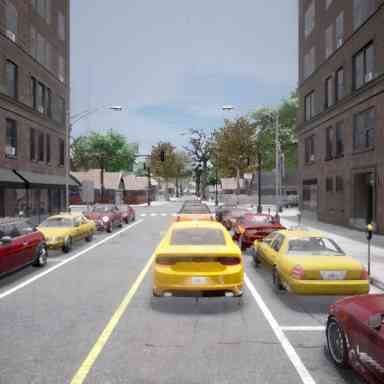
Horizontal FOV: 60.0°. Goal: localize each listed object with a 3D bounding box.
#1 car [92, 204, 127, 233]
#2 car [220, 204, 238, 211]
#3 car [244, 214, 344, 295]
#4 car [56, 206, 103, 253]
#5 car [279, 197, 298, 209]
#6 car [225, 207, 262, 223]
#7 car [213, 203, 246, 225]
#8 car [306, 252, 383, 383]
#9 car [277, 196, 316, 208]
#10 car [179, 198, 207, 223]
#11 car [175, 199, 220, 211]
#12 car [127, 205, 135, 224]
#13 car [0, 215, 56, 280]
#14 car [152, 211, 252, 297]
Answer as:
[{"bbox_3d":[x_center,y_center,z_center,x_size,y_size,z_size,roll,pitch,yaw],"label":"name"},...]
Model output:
[{"bbox_3d":[-5.327,1.448,19.456,1.967,1.590,4.097,0,0,0],"label":"car"},{"bbox_3d":[2.698,1.590,19.432,1.802,1.307,4.206,0,0,0],"label":"car"},{"bbox_3d":[2.663,1.528,8.566,1.752,1.417,4.829,0,0,0],"label":"car"},{"bbox_3d":[-5.346,1.530,13.767,1.752,1.417,4.829,0,0,0],"label":"car"},{"bbox_3d":[14.399,1.456,44.627,4.674,1.442,1.812,0,0,2],"label":"car"},{"bbox_3d":[2.680,1.550,13.914,1.887,1.381,4.507,0,0,0],"label":"car"},{"bbox_3d":[2.716,1.577,24.950,1.947,1.339,4.313,0,0,0],"label":"car"},{"bbox_3d":[2.644,1.582,2.877,1.802,1.307,4.206,0,0,0],"label":"car"},{"bbox_3d":[14.985,1.419,47.885,4.902,1.511,2.128,0,0,0],"label":"car"},{"bbox_3d":[0.085,1.365,26.636,2.097,1.767,4.553,0,0,0],"label":"car"},{"bbox_3d":[0.156,1.359,17.794,2.097,1.767,4.553,0,0,0],"label":"car"},{"bbox_3d":[-5.310,1.593,24.975,1.802,1.307,4.206,0,0,0],"label":"car"},{"bbox_3d":[-5.363,1.442,8.418,1.967,1.590,4.097,0,0,0],"label":"car"},{"bbox_3d":[0.129,1.480,8.612,1.882,1.535,5.008,0,0,0],"label":"car"}]
